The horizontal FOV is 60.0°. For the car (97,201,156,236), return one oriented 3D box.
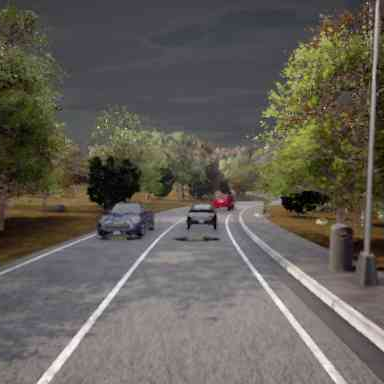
[{"bbox_3d":[-3.252,1.294,17.224,2.097,1.767,4.553,0,-1,4],"label":"car"}]

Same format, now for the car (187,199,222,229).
[{"bbox_3d":[0.735,1.476,21.637,2.128,1.511,4.902,0,0,4],"label":"car"}]

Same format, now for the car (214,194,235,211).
[{"bbox_3d":[4.092,1.231,42.147,2.150,2.045,5.566,1,0,14],"label":"car"}]

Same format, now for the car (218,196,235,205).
[{"bbox_3d":[6.393,1.516,61.219,1.812,1.442,4.674,2,1,22],"label":"car"}]
